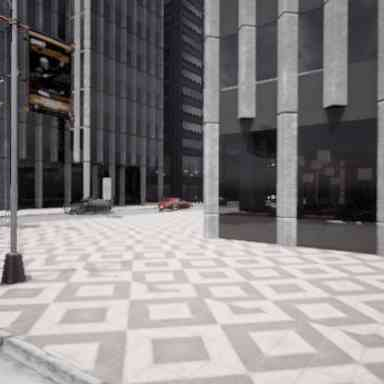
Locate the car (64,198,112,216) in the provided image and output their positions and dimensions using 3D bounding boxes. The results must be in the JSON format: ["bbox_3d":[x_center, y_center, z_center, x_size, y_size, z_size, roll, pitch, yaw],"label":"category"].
[{"bbox_3d":[-9.516,1.337,30.818,1.812,1.442,4.674,0,0,36],"label":"car"}]

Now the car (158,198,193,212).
[{"bbox_3d":[-1.782,1.359,36.127,1.812,1.442,4.674,0,0,35],"label":"car"}]
